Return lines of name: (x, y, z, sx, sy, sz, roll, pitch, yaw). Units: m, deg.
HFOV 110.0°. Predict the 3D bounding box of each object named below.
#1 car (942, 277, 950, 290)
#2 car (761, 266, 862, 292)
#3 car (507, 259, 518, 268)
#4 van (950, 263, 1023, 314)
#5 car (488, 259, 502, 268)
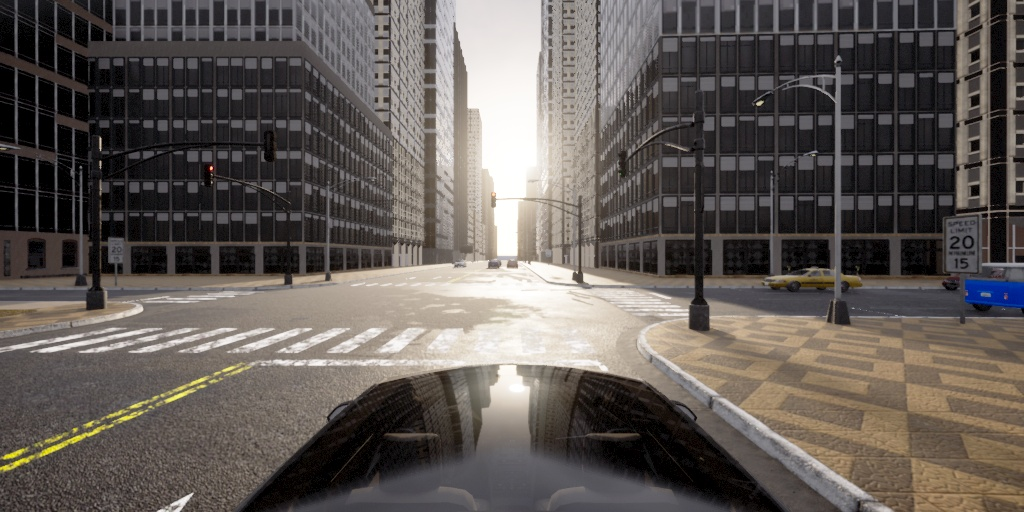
car: (26.947, 1.353, 20.114, 4.207, 1.307, 1.802, 0, 0, 2)
car: (17.113, 1.290, 20.612, 4.829, 1.417, 1.751, 0, 0, 2)
car: (0.084, 1.415, 63.634, 1.994, 1.385, 4.181, 0, 0, 0)
van: (18.373, 1.117, 12.438, 3.998, 1.789, 1.690, 0, 0, 2)
car: (-3.167, 1.326, 62.806, 1.882, 1.535, 5.008, 0, 0, 0)
